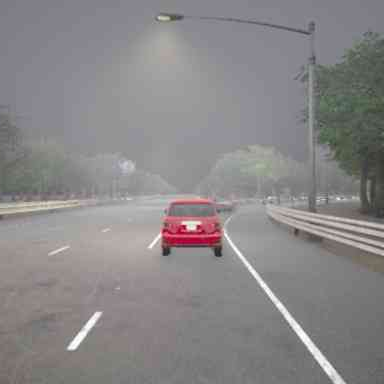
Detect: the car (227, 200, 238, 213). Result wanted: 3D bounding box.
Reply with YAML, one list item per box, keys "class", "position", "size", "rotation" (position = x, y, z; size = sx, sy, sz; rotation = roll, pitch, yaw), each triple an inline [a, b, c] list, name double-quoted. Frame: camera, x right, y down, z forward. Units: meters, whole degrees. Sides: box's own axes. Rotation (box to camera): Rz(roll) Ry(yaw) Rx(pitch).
- class: "car"
  position: [4.057, 1.704, 38.995]
  size: [1.812, 1.442, 4.674]
  rotation: [0, 0, 17]

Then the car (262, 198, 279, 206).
- class: "car"
  position: [14.350, 1.745, 60.583]
  size: [2.128, 1.511, 4.902]
  rotation: [0, -1, 34]

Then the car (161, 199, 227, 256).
- class: "car"
  position: [0.035, 1.282, 13.636]
  size: [2.150, 2.045, 5.566]
  rotation: [0, 0, 1]
